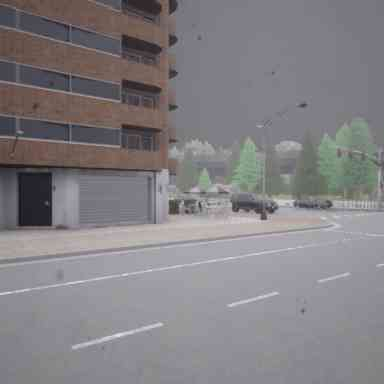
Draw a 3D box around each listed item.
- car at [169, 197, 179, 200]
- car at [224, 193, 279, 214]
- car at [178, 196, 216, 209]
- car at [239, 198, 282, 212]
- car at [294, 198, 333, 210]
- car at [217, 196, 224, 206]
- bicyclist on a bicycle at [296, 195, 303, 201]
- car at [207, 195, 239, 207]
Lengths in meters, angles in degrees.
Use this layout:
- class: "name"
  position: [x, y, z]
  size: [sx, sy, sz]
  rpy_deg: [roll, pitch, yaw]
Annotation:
- class: "car"
  position: [-2.042, 1.492, 59.447]
  size: [5.357, 1.411, 2.033]
  rpy_deg: [0, 0, 30]
- class: "car"
  position: [6.333, 1.167, 34.968]
  size: [2.150, 2.045, 5.566]
  rpy_deg: [0, 0, -38]
- class: "car"
  position: [0.640, 1.508, 42.513]
  size: [1.994, 1.385, 4.181]
  rpy_deg: [0, 0, -39]
- class: "car"
  position: [7.877, 1.450, 38.763]
  size: [1.837, 1.490, 4.892]
  rpy_deg: [0, 0, -37]
- class: "car"
  position: [14.954, 1.436, 41.359]
  size: [2.128, 1.511, 4.902]
  rpy_deg: [0, 0, -36]
- class: "car"
  position: [2.154, 1.545, 46.271]
  size: [1.895, 1.301, 4.718]
  rpy_deg: [0, 0, -40]
- class: "bicyclist on a bicycle"
  position: [15.323, 1.245, 47.313]
  size: [1.656, 1.620, 0.582]
  rpy_deg: [0, 0, -36]
- class: "car"
  position: [4.531, 1.296, 49.185]
  size: [2.097, 1.767, 4.553]
  rpy_deg: [0, 0, -41]
